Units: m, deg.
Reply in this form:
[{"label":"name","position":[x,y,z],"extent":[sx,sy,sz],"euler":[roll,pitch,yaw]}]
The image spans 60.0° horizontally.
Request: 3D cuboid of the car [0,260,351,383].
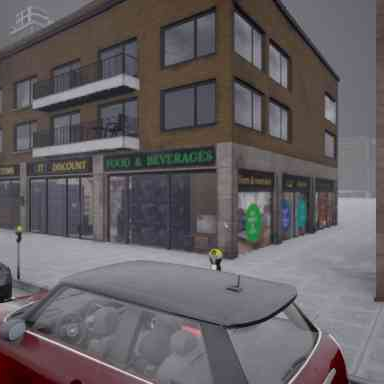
[{"label":"car","position":[-0.706,1.440,3.308],"extent":[4.097,1.590,1.967],"euler":[0,0,35]}]
